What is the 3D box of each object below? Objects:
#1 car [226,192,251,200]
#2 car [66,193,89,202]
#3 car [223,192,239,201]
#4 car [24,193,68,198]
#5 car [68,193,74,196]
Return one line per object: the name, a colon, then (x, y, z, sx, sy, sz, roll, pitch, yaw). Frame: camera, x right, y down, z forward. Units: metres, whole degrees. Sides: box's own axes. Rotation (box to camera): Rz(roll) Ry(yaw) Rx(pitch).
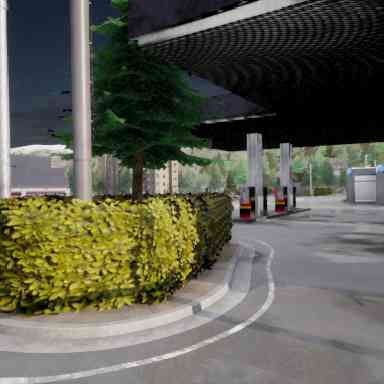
car: (9.206, 0.812, 66.502, 4.514, 1.523, 2.007, -1, 1, 35)
car: (-22.897, 1.103, 66.486, 4.605, 1.855, 1.932, -1, 1, 35)
car: (7.434, 0.850, 63.913, 5.027, 1.636, 2.152, -1, 1, 35)
car: (-14.773, 1.183, 33.589, 3.866, 1.878, 1.905, -1, 1, 35)
car: (-24.243, 1.124, 63.877, 3.866, 1.878, 1.905, -1, 1, 35)
